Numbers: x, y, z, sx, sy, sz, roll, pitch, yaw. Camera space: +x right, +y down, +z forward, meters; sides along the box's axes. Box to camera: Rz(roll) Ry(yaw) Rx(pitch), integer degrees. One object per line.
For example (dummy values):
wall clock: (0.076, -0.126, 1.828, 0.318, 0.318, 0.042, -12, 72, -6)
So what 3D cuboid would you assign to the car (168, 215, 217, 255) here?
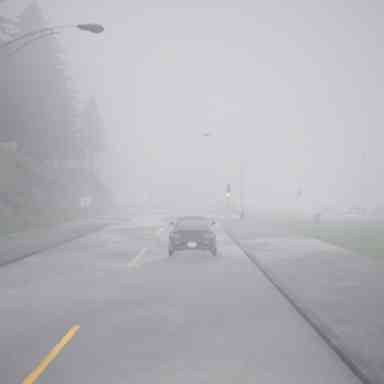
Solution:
car: (0.032, 1.678, 13.878, 1.812, 1.442, 4.674, 0, 0, 1)
